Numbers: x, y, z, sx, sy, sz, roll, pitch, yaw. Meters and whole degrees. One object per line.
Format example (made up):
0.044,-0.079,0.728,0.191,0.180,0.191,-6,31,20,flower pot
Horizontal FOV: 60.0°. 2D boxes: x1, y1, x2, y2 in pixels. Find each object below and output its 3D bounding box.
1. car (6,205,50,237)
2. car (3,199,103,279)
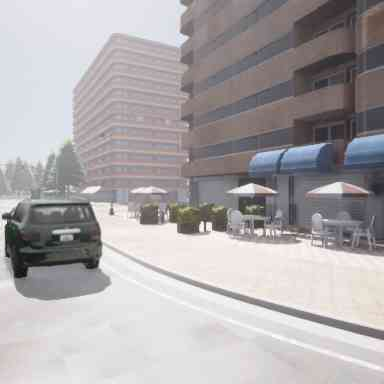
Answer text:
-9.657,1.547,19.312,2.033,1.411,5.357,0,0,-29,car
-4.513,1.220,10.446,2.150,2.045,5.566,0,0,-32,car
